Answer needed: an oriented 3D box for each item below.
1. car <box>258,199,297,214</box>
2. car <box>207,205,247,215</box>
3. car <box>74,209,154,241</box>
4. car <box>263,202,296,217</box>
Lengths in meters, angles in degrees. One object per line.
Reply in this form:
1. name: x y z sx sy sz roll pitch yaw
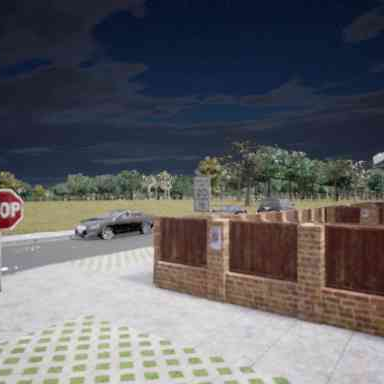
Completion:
1. car: 8.004 1.627 30.732 2.150 2.045 5.566 -1 -1 35
2. car: 3.038 1.882 28.758 2.128 1.511 4.902 -1 -1 35
3. car: -4.155 1.737 18.525 2.128 1.511 4.902 -1 -1 35
4. car: 10.402 2.022 39.209 2.128 1.511 4.902 -1 -1 35
